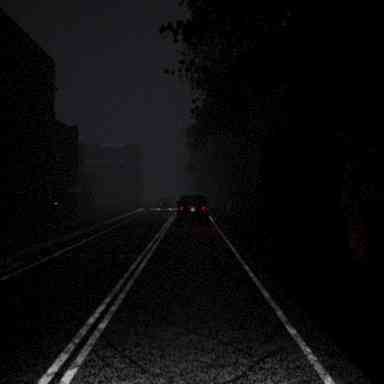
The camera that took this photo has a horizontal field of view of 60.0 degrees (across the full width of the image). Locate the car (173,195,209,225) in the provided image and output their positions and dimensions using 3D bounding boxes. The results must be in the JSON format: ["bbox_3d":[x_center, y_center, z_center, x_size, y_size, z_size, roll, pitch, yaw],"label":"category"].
[{"bbox_3d":[0.046,1.198,23.800,2.150,2.045,5.566,0,0,0],"label":"car"}]

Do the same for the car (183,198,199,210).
[{"bbox_3d":[-0.160,1.471,42.827,2.033,1.411,5.357,0,0,-1],"label":"car"}]

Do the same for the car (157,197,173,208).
[{"bbox_3d":[-3.560,1.423,45.410,1.837,1.490,4.892,0,0,-1],"label":"car"}]
